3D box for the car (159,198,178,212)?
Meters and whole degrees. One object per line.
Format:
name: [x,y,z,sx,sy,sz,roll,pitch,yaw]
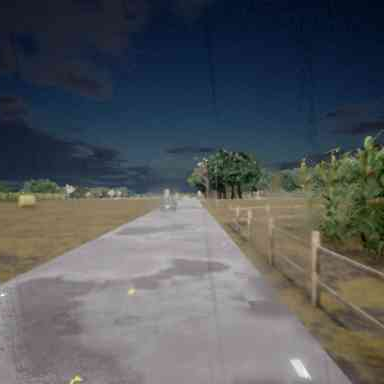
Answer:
car: [-2.761,1.527,39.771,2.128,1.511,4.902,0,0,0]
